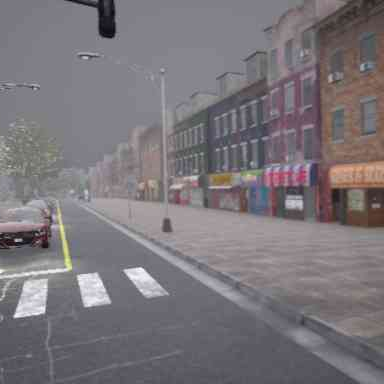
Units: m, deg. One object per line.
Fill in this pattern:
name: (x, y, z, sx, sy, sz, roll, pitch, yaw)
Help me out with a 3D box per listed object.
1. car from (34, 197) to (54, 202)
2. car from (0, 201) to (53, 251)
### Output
car: (-10.750, 1.355, 23.072, 1.812, 1.442, 4.674, -2, 1, -23)
car: (-6.948, 1.382, 13.835, 1.882, 1.535, 5.008, -2, 1, -22)
